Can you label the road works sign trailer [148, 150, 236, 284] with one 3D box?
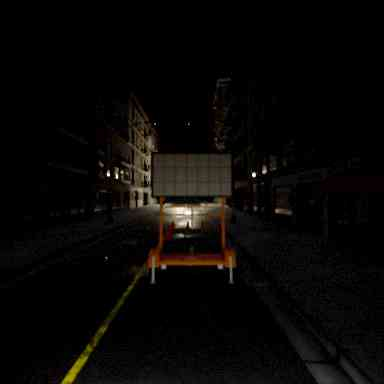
[{"bbox_3d":[0.005,0.562,9.890,2.380,3.560,2.880,0,-1,0],"label":"road works sign trailer"}]
